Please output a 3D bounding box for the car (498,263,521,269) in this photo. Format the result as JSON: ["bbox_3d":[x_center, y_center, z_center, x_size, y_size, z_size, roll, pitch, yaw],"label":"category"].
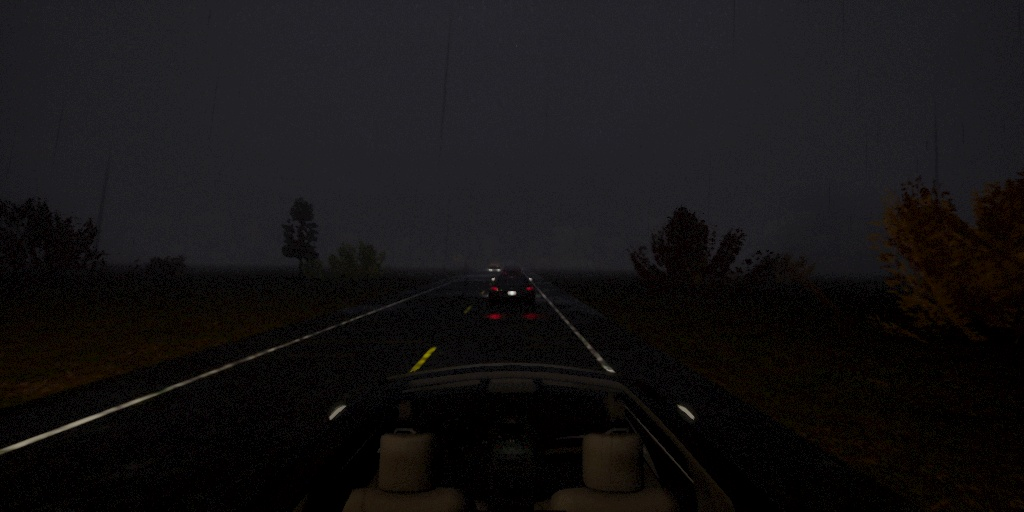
[{"bbox_3d":[0.003,1.516,31.333,1.882,1.535,5.008,0,0,0],"label":"car"}]

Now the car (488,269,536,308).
[{"bbox_3d":[0.005,1.453,16.158,1.994,1.385,4.181,0,-1,0],"label":"car"}]
